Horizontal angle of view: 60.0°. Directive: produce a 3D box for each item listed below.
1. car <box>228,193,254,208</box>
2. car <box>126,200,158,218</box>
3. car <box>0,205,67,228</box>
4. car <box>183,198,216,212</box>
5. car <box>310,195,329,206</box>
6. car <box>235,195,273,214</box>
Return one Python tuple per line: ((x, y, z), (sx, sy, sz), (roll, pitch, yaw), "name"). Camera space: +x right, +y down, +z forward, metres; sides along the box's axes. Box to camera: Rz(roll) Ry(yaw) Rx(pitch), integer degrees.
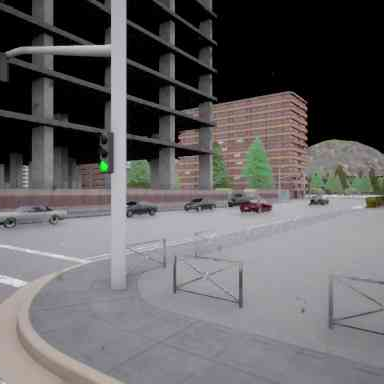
((7.177, 1.166, 47.195), (2.150, 2.045, 5.566), (0, 0, 35), "car")
((-5.042, 1.470, 30.019), (1.812, 1.442, 4.674), (0, 0, 36), "car")
((-10.817, 1.545, 21.886), (1.895, 1.301, 4.718), (0, 0, 35), "car")
((0.953, 1.449, 38.483), (1.837, 1.490, 4.892), (0, 0, 35), "car")
((20.816, 1.297, 54.079), (2.097, 1.767, 4.553), (0, 0, 35), "car")
((6.685, 1.422, 34.134), (1.882, 1.535, 5.008), (0, 0, 35), "car")
